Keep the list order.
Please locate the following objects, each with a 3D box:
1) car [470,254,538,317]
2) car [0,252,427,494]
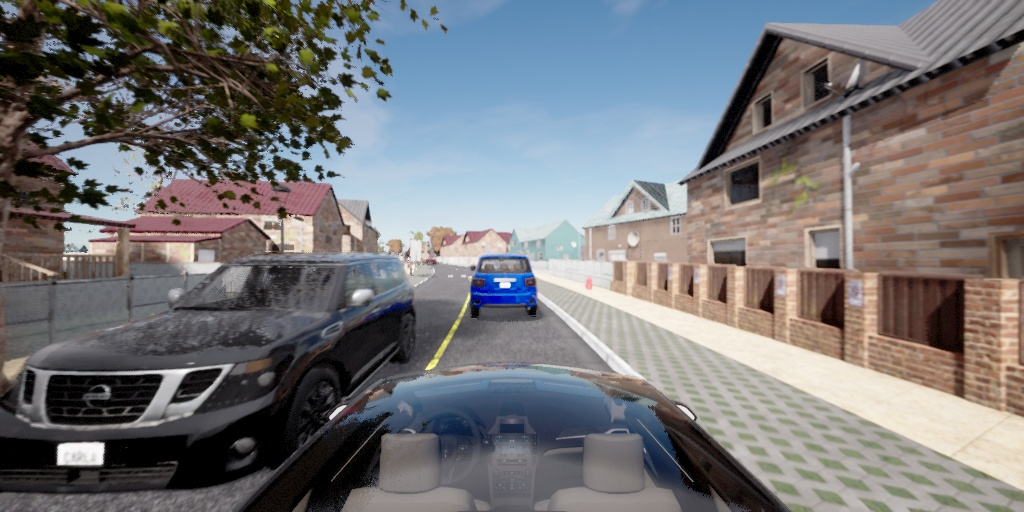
[{"bbox_3d":[-0.369,0.940,13.233,2.150,2.045,5.566,0,0,-3],"label":"car"},{"bbox_3d":[-2.951,0.962,5.154,2.150,2.045,5.566,0,0,-2],"label":"car"}]
